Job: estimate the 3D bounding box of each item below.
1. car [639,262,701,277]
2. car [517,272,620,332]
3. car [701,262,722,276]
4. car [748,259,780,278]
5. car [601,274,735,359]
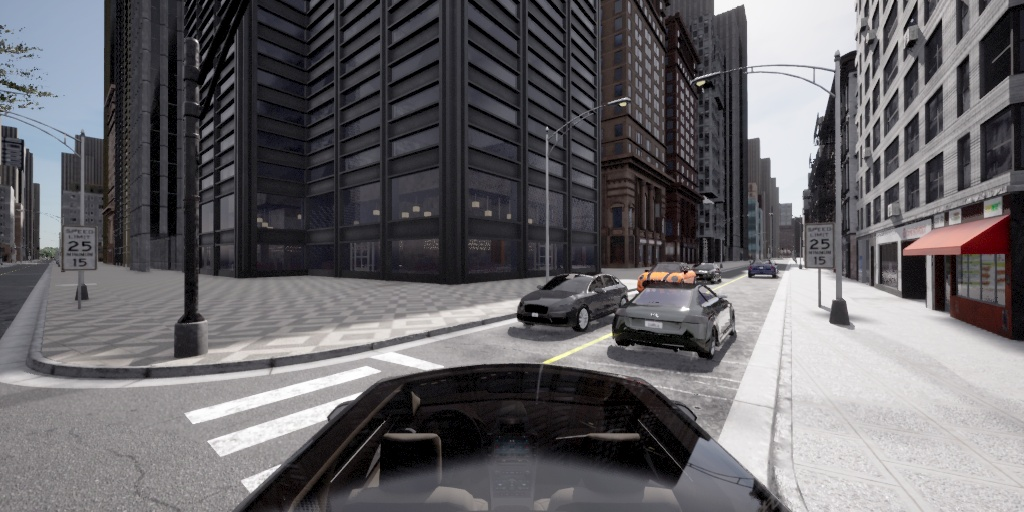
[{"bbox_3d":[8.398,1.111,19.302,2.097,1.767,4.553,0,0,38],"label":"car"},{"bbox_3d":[2.084,1.268,11.185,1.837,1.490,4.892,0,0,38],"label":"car"},{"bbox_3d":[14.695,1.259,27.379,1.837,1.490,4.892,0,0,38],"label":"car"},{"bbox_3d":[23.601,1.084,33.697,2.097,1.767,4.553,0,0,38],"label":"car"},{"bbox_3d":[4.006,1.312,8.606,1.994,1.385,4.181,0,0,38],"label":"car"}]
